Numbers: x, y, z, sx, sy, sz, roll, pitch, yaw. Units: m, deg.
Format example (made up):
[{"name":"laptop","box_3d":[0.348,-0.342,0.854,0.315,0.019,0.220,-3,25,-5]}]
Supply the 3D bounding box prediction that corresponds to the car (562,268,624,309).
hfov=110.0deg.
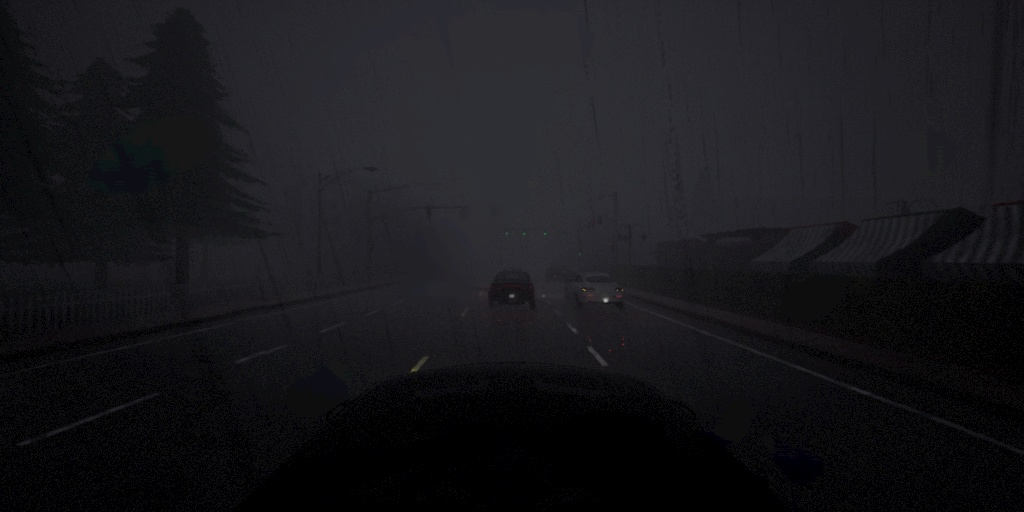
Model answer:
[{"name":"car","box_3d":[3.528,1.428,15.724,1.812,1.442,4.674,0,0,0]}]

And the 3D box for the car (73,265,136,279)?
[{"name":"car","box_3d":[-42.708,1.649,37.315,4.892,1.490,1.837,-1,-1,2]}]

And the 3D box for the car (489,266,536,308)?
[{"name":"car","box_3d":[0.030,1.384,16.074,1.882,1.535,5.008,0,0,0]}]

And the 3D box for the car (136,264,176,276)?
[{"name":"car","box_3d":[-44.492,1.710,44.387,4.902,1.511,2.128,0,-1,1]}]

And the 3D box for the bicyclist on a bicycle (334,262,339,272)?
[{"name":"bicyclist on a bicycle","box_3d":[-25.109,1.593,51.276,0.582,1.620,1.656,0,0,1]}]

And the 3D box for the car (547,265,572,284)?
[{"name":"car","box_3d":[4.394,1.545,30.850,1.882,1.535,5.008,-1,-1,19]}]
